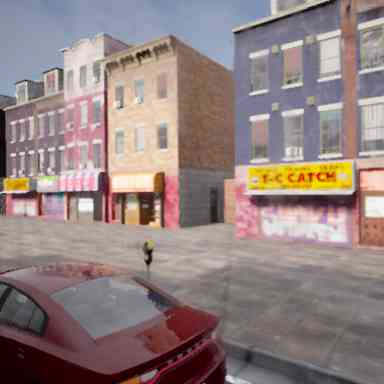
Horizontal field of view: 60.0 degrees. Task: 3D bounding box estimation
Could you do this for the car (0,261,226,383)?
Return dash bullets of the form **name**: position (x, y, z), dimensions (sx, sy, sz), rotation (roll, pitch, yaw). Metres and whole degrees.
- **car**: position (-1.765, 1.546, 4.077), dimensions (4.507, 1.381, 1.887), rotation (0, -1, 36)
